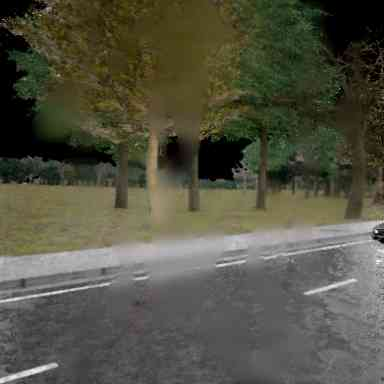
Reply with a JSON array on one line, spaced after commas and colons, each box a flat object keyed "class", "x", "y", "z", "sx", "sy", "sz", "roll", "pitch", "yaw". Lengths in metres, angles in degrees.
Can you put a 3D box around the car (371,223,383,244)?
[{"class": "car", "x": 10.208, "y": 1.557, "z": 14.905, "sx": 5.357, "sy": 1.411, "sz": 2.033, "roll": 0, "pitch": 0, "yaw": -35}]
